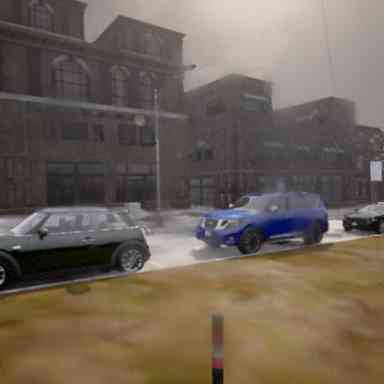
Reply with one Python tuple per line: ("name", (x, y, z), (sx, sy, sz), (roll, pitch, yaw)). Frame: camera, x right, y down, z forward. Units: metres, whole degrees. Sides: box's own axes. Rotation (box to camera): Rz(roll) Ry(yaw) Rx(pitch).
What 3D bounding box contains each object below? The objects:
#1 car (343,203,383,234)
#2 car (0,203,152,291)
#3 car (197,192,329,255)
("car", (10.138, 1.317, 17.847), (5.008, 1.535, 2.097), (0, 0, -33))
("car", (-3.370, 1.172, 8.186), (4.553, 1.767, 2.185), (1, 0, -33))
("car", (2.855, 1.045, 12.640), (5.566, 2.045, 2.435), (0, 0, -33))
